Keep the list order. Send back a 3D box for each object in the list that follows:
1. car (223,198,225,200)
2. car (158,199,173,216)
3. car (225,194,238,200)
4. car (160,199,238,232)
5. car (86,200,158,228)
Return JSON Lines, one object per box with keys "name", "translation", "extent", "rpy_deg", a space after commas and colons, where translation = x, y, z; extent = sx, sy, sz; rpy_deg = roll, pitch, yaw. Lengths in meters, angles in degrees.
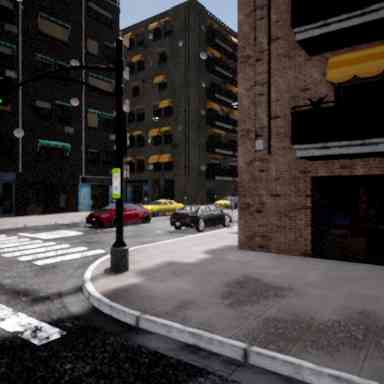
{"name": "car", "translation": [4.126, 1.099, 36.569], "extent": [1.752, 1.417, 4.829], "rpy_deg": [1, 1, 36]}
{"name": "car", "translation": [-2.559, 1.240, 27.407], "extent": [1.752, 1.417, 4.829], "rpy_deg": [1, 1, 36]}
{"name": "car", "translation": [6.034, 0.794, 35.012], "extent": [2.150, 2.045, 5.566], "rpy_deg": [0, 1, 36]}
{"name": "car", "translation": [0.583, 1.326, 18.344], "extent": [2.008, 1.369, 4.403], "rpy_deg": [1, 1, 36]}
{"name": "car", "translation": [-4.445, 1.358, 20.658], "extent": [1.994, 1.385, 4.181], "rpy_deg": [0, 1, 36]}
